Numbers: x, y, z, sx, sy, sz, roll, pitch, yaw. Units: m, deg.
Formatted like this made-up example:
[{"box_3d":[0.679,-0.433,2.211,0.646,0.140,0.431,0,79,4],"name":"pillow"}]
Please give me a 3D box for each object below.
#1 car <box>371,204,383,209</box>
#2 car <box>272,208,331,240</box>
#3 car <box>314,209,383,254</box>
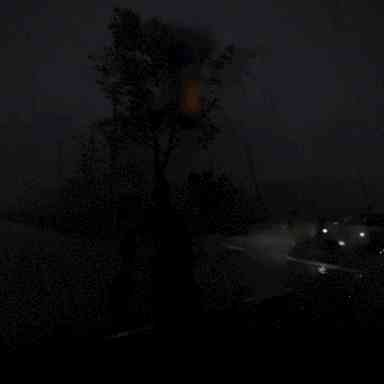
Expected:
[{"box_3d":[13.083,1.466,21.908,4.674,1.442,1.812,0,0,-35],"name":"car"},{"box_3d":[6.010,1.526,16.874,4.181,1.385,1.994,0,0,-35],"name":"car"},{"box_3d":[7.294,1.566,13.494,4.718,1.301,1.895,0,0,-36],"name":"car"}]
